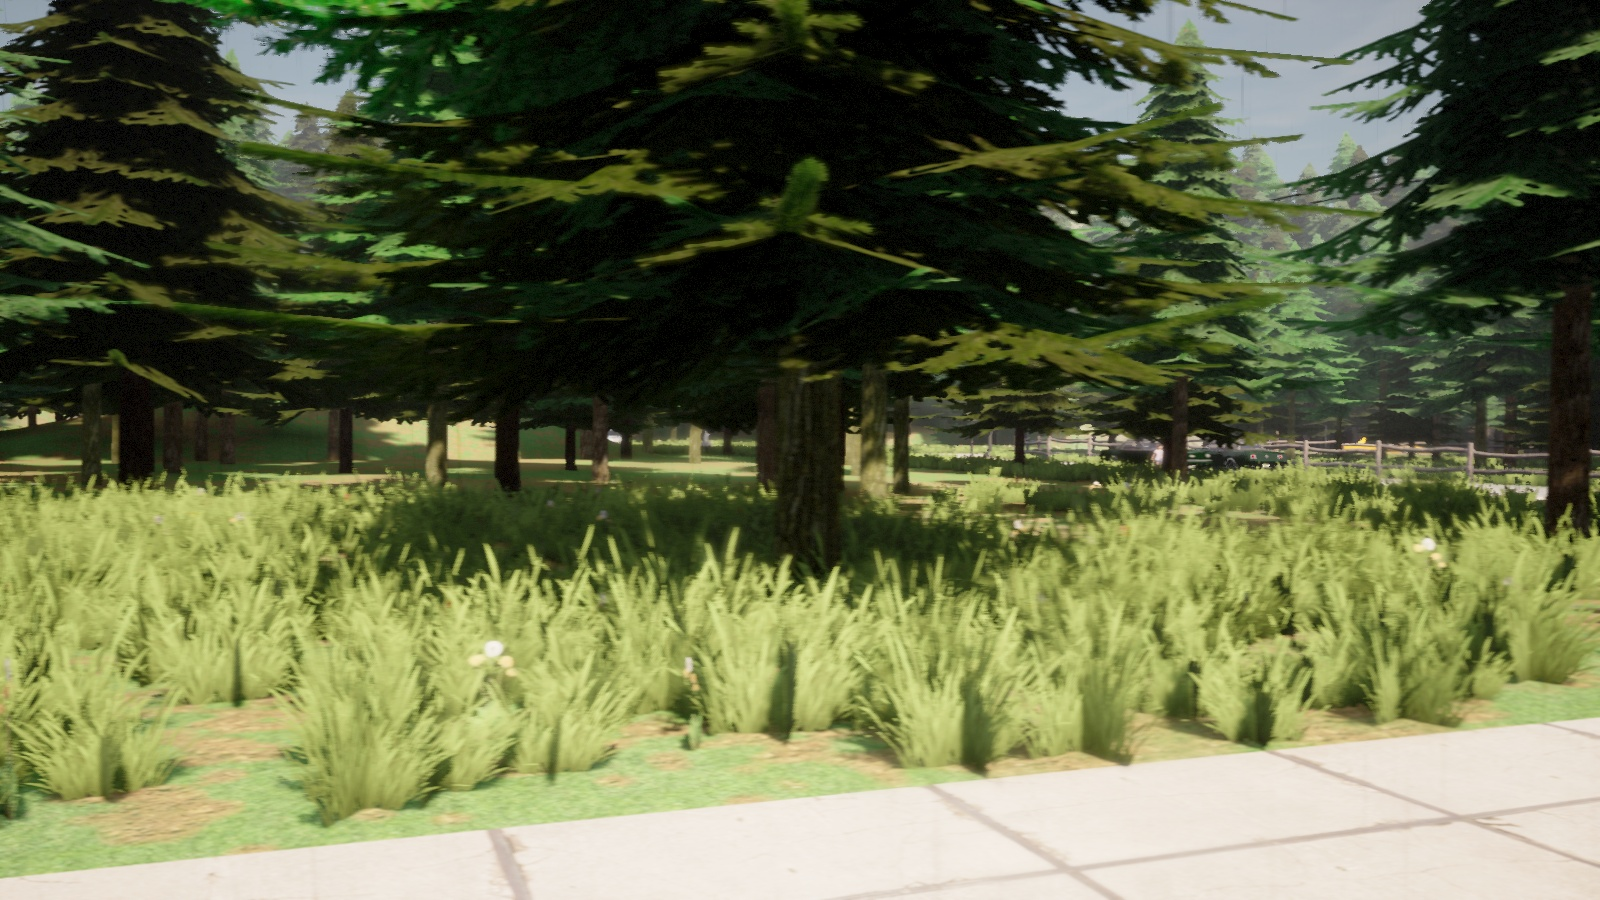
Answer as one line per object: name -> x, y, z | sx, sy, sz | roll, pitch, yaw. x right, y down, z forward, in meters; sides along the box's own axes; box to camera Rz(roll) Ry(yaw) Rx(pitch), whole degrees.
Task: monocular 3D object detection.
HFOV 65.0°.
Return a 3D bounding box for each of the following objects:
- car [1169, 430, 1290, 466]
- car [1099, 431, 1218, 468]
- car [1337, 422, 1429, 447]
car -> 16.547, -0.099, 48.672 | 1.895, 1.301, 4.718 | -1, 1, -20
car -> 13.379, -0.040, 47.136 | 1.895, 1.301, 4.718 | -1, 1, -20
car -> 37.564, -0.987, 80.983 | 5.366, 1.575, 1.801 | 0, 1, 25
